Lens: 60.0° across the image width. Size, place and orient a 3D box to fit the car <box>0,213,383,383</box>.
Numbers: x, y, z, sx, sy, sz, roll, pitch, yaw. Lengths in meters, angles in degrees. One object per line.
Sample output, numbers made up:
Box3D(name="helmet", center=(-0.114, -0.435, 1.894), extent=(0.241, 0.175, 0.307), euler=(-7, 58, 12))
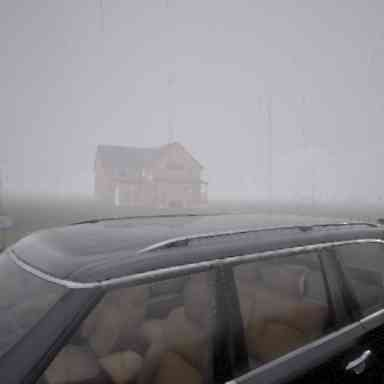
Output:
Box3D(name="car", center=(-0.441, 1.223, 2.232), extent=(5.566, 2.045, 2.150), euler=(1, 0, -35))
